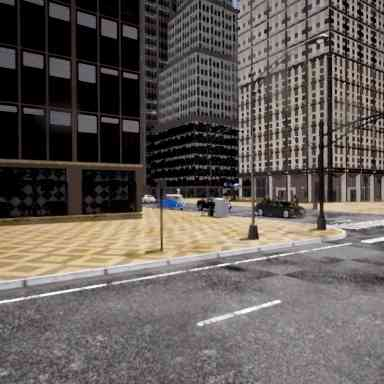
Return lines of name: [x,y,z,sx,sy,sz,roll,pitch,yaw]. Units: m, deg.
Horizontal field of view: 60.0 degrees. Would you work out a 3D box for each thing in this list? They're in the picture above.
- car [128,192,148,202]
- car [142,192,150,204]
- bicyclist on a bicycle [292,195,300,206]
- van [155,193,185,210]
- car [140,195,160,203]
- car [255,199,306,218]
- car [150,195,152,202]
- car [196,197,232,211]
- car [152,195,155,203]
car: [-10.956,0.977,67.157,2.192,1.841,5.009,0,0,-34]
car: [-8.116,1.253,58.318,1.812,1.442,4.674,-1,1,-34]
bicyclist on a bicycle: [11.987,1.113,38.431,1.656,1.620,0.582,-1,1,-34]
van: [-2.401,1.207,39.513,1.690,1.788,3.998,0,0,-34]
car: [-7.855,1.233,62.567,1.887,1.381,4.507,0,0,-34]
car: [7.679,1.416,29.205,1.837,1.490,4.892,-1,1,-34]
car: [-4.755,1.030,57.975,2.192,1.841,5.009,0,0,-34]
car: [2.406,1.358,37.015,2.128,1.511,4.902,-1,1,-34]
car: [-3.242,1.344,45.395,1.812,1.442,4.674,-1,1,-34]
